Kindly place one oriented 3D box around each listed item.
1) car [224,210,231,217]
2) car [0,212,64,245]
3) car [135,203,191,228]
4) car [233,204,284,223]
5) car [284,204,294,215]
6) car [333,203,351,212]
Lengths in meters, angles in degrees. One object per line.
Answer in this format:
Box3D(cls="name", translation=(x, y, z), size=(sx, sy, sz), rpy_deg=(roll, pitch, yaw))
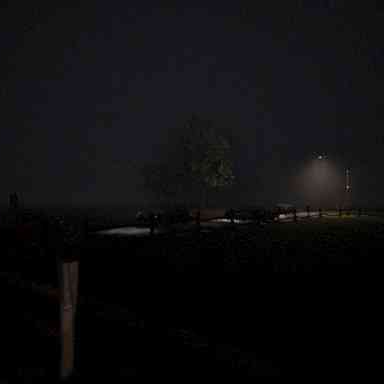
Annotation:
Box3D(cls="car", translation=(5.405, 2.025, 34.508), size=(2.033, 1.411, 5.357), rpy_deg=(0, -1, 38))
Box3D(cls="car", translation=(-8.601, 1.705, 16.553), size=(1.994, 1.385, 4.181), rpy_deg=(0, -1, 38))
Box3D(cls="car", translation=(-2.078, 1.651, 24.915), size=(2.097, 1.767, 4.553), rpy_deg=(0, -1, 38))
Box3D(cls="car", translation=(6.171, 1.996, 30.705), size=(2.033, 1.411, 5.357), rpy_deg=(0, -1, 38))
Box3D(cls="car", translation=(11.759, 2.190, 42.607), size=(1.994, 1.385, 4.181), rpy_deg=(0, -1, 38))
Box3D(cls="car", translation=(24.432, 2.435, 54.122), size=(1.994, 1.385, 4.181), rpy_deg=(0, -1, 38))
